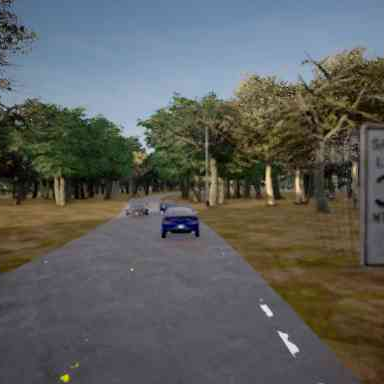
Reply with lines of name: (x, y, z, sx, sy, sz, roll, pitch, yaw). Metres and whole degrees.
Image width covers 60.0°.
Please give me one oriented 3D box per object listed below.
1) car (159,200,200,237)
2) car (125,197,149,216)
car: (-0.672, 1.465, 18.135, 1.882, 1.535, 5.008, 0, 0, -4)
car: (-5.148, 1.323, 31.548, 2.097, 1.767, 4.553, 0, 0, -7)
